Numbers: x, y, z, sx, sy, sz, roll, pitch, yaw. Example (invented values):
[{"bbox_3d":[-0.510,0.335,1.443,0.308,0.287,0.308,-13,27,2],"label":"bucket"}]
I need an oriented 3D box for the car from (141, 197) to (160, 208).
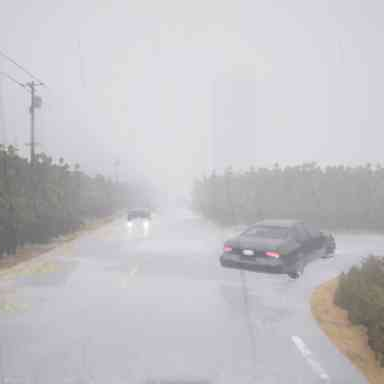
[{"bbox_3d":[-5.040,1.373,37.485,2.097,1.767,4.553,0,0,-5],"label":"car"}]

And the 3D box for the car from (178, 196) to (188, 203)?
[{"bbox_3d":[-1.810,1.564,68.659,1.812,1.442,4.674,0,0,4],"label":"car"}]

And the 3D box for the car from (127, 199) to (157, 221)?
[{"bbox_3d":[-4.279,1.563,27.949,2.033,1.411,5.357,0,0,-5],"label":"car"}]

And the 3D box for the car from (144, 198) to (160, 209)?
[{"bbox_3d":[-5.654,1.590,47.542,1.994,1.385,4.181,0,0,-2],"label":"car"}]

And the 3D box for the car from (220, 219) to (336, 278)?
[{"bbox_3d":[2.888,1.553,10.307,2.033,1.411,5.357,0,0,36],"label":"car"}]
